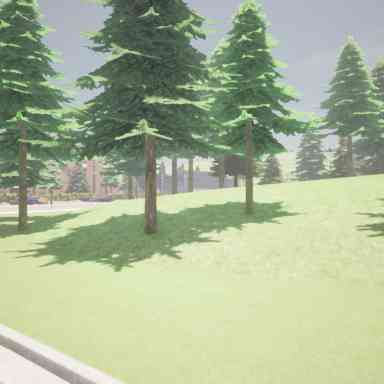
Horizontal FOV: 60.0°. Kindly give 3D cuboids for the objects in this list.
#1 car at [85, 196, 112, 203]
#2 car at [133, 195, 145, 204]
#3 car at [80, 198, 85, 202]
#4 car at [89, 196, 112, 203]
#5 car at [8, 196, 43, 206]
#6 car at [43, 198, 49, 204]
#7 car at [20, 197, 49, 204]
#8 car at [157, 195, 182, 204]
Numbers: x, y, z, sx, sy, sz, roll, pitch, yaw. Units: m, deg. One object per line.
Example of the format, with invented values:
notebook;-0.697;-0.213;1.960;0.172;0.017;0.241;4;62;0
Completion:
car;-18.381;1.515;66.872;2.128;1.511;4.902;0;0;35
car;-9.622;1.352;65.419;2.097;1.767;4.553;0;0;35
car;-22.368;1.595;73.369;1.895;1.301;4.718;0;0;35
car;-19.598;1.594;71.224;1.895;1.301;4.718;0;0;35
car;-27.396;1.525;54.201;1.812;1.442;4.674;0;0;35
car;-28.337;1.477;58.905;1.882;1.535;5.008;0;0;36
car;-29.738;1.601;62.884;1.895;1.301;4.718;0;0;35
car;-4.774;1.352;66.151;2.097;1.767;4.553;0;0;36
